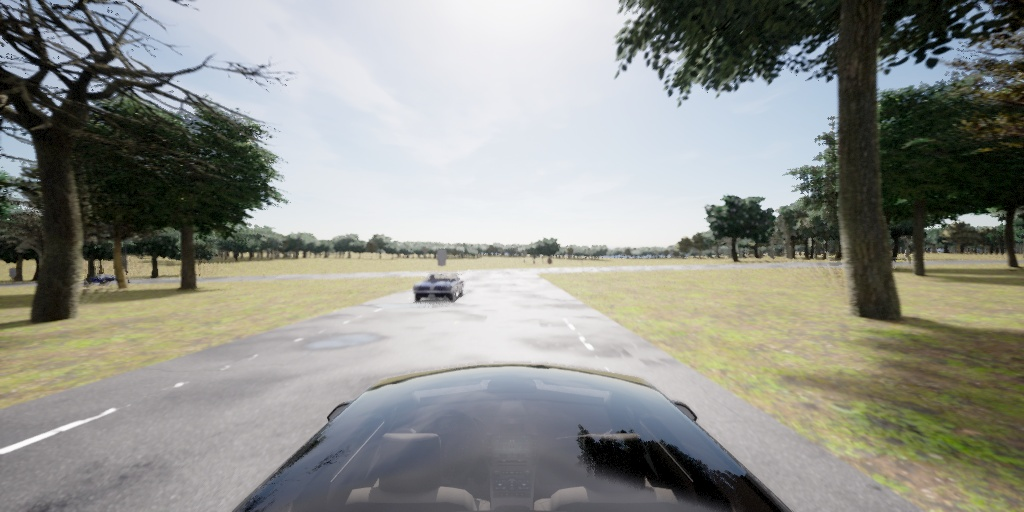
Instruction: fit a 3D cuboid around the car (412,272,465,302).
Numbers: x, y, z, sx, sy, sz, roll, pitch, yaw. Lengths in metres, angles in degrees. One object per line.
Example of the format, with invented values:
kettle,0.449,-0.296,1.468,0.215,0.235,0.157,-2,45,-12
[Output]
car,-3.598,1.520,18.313,1.895,1.301,4.718,0,-1,0
